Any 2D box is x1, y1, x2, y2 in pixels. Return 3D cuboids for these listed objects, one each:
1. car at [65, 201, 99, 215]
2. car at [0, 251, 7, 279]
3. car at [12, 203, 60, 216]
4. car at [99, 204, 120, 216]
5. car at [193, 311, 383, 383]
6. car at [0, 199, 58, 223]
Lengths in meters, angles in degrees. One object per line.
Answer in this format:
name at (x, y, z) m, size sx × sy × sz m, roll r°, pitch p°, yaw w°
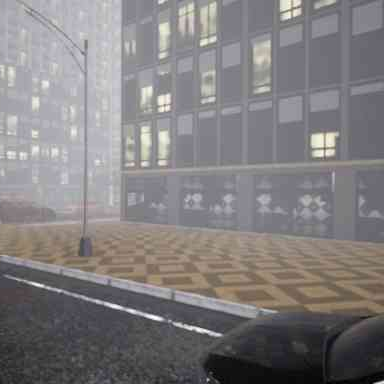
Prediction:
car at (-13.549, 1.902, 41.831) m, size 2.097 × 1.767 × 4.553 m, roll 0°, pitch 0°, yaw 37°
car at (-6.897, 1.647, 8.622) m, size 5.357 × 1.411 × 2.033 m, roll -1°, pitch 0°, yaw 36°
car at (-18.462, 2.018, 39.570) m, size 1.752 × 1.417 × 4.829 m, roll 0°, pitch -1°, yaw 37°
car at (-8.166, 2.122, 39.387) m, size 1.752 × 1.417 × 4.829 m, roll 0°, pitch -1°, yaw 37°
car at (2.235, 1.499, 2.087) m, size 4.892 × 1.490 × 1.837 m, roll 0°, pitch 0°, yaw 36°
car at (-14.983, 1.812, 30.189) m, size 2.192 × 1.841 × 5.009 m, roll 0°, pitch -1°, yaw 37°
